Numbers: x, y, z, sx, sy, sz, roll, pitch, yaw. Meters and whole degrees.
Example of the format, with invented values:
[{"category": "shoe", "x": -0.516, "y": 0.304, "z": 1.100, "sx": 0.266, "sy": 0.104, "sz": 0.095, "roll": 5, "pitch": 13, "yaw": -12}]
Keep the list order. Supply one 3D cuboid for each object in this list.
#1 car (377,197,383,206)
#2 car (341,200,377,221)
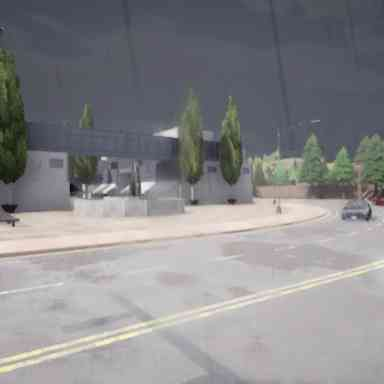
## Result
[{"category": "car", "x": 25.262, "y": 1.268, "z": 43.074, "sx": 1.895, "sy": 1.301, "sz": 4.718, "roll": 0, "pitch": 0, "yaw": 4}, {"category": "car", "x": 12.657, "y": 1.395, "z": 25.422, "sx": 2.033, "sy": 1.411, "sz": 5.357, "roll": 0, "pitch": 0, "yaw": 31}]
